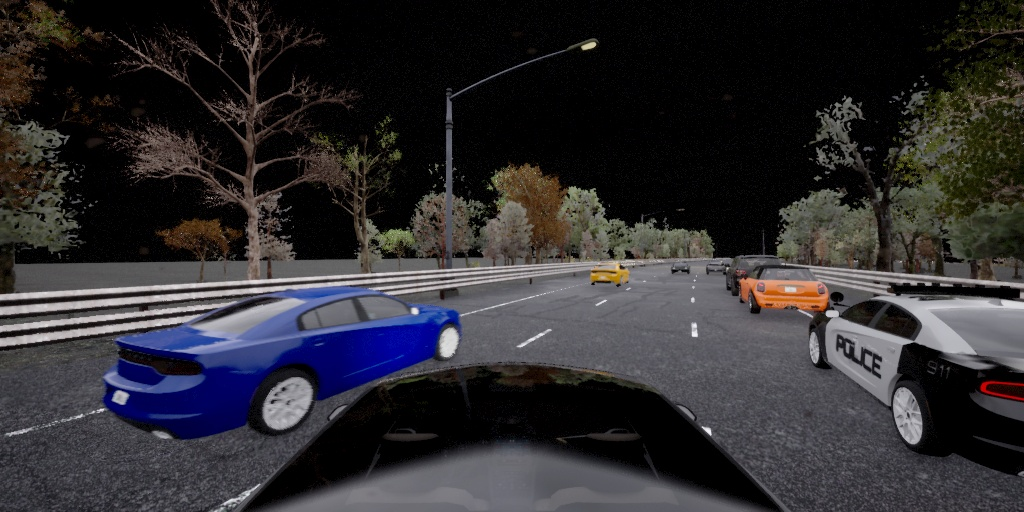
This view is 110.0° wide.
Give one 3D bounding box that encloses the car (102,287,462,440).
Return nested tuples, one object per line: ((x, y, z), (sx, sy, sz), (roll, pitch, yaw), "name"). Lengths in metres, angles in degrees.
((-2.721, 1.228, 5.707), (1.882, 1.535, 5.008), (0, 0, 26), "car")

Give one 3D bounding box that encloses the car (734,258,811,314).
((9.906, 1.102, 13.419), (2.097, 1.767, 4.553), (0, 0, 27), "car")

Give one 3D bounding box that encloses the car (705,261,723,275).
((22.372, 1.262, 39.341), (2.128, 1.511, 4.902), (0, 0, 29), "car")

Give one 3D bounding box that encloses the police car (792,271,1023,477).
((5.599, 1.175, 4.688), (1.930, 1.638, 5.238), (0, 0, 26), "police car")

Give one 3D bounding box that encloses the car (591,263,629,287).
((6.928, 1.232, 25.053), (1.882, 1.535, 5.008), (0, 0, 27), "car")

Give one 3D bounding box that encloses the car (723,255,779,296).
((12.609, 0.978, 18.758), (2.150, 2.045, 5.566), (0, 0, 27), "car")

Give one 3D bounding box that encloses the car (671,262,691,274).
((19.259, 1.370, 40.818), (1.895, 1.301, 4.718), (0, 0, 28), "car")
